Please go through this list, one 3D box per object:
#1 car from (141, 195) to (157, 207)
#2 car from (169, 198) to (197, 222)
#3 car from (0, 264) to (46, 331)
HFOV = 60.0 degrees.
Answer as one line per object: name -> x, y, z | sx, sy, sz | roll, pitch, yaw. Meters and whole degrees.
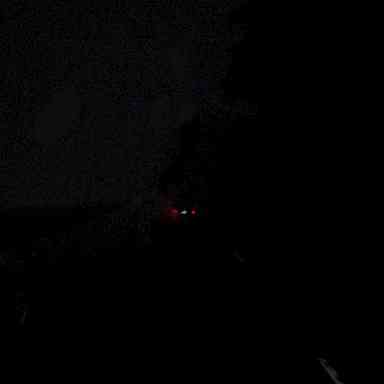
car -> -5.960, 1.192, 46.119 | 1.882, 1.535, 5.008 | 0, 0, -5
car -> -0.630, 1.396, 24.720 | 2.033, 1.411, 5.357 | 0, 0, -3
car -> -3.654, 1.576, 4.015 | 1.895, 1.301, 4.718 | 0, 0, -1
